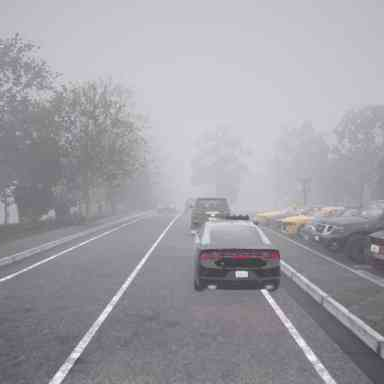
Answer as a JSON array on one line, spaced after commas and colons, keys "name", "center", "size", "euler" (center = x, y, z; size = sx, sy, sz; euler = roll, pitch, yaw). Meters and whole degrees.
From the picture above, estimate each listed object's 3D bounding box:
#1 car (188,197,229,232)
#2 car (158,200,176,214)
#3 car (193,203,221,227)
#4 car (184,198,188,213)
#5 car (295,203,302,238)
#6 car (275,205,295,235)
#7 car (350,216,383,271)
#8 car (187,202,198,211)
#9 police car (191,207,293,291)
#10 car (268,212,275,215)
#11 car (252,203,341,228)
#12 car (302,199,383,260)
[{"name": "car", "center": [1.022, 1.296, 19.157], "size": [2.150, 2.045, 5.566], "euler": [0, -1, 0]}, {"name": "car", "center": [-3.145, 1.863, 42.470], "size": [2.097, 1.767, 4.553], "euler": [0, -2, 0]}, {"name": "car", "center": [1.036, 1.621, 25.128], "size": [1.882, 1.535, 5.008], "euler": [0, -1, 0]}, {"name": "car", "center": [0.129, 1.805, 44.927], "size": [2.150, 2.045, 5.566], "euler": [0, -2, 0]}, {"name": "car", "center": [7.146, 1.382, 14.245], "size": [4.553, 1.767, 2.185], "euler": [0, 0, 0]}, {"name": "car", "center": [7.130, 1.519, 17.021], "size": [5.008, 1.535, 2.097], "euler": [0, 0, 0]}, {"name": "car", "center": [7.128, 1.527, 8.696], "size": [4.792, 1.488, 2.163], "euler": [0, 0, 0]}, {"name": "car", "center": [0.147, 2.615, 59.682], "size": [1.837, 1.490, 4.892], "euler": [0, -2, 0]}, {"name": "police car", "center": [0.997, 1.439, 9.215], "size": [1.930, 1.638, 5.238], "euler": [0, 0, 0]}, {"name": "car", "center": [7.137, 1.539, 19.794], "size": [4.892, 1.521, 2.231], "euler": [0, 0, 0]}, {"name": "car", "center": [6.955, 1.563, 22.563], "size": [5.366, 1.575, 1.946], "euler": [0, 0, 0]}, {"name": "car", "center": [7.078, 1.250, 11.474], "size": [5.566, 2.045, 2.435], "euler": [0, 0, 0]}]
